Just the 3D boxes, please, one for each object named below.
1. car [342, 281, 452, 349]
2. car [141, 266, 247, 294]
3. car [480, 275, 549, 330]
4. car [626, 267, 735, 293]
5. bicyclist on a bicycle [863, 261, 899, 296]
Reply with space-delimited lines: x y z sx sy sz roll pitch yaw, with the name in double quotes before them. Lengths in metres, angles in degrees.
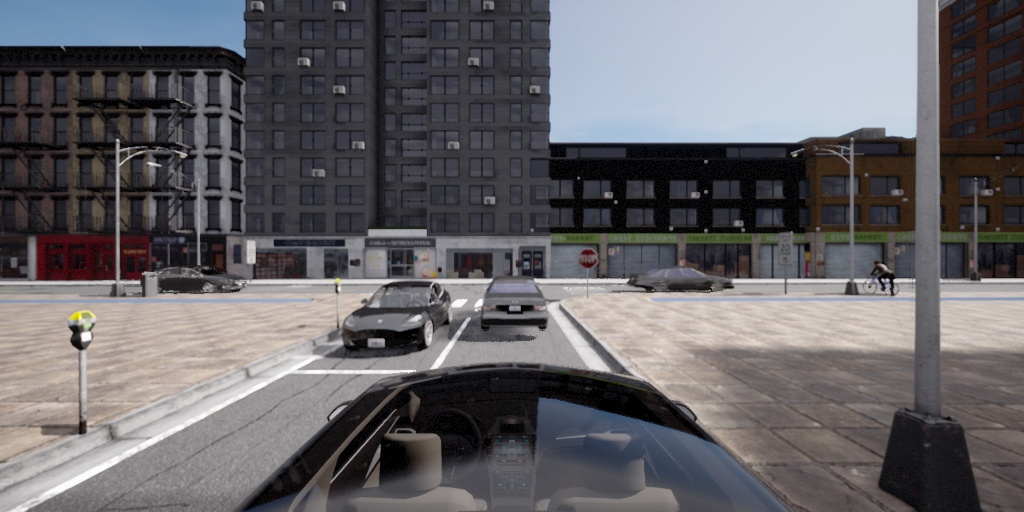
"car" -2.648 1.327 9.168 1.948 1.339 4.313 0 0 0
"car" -17.397 1.326 19.754 4.892 1.490 1.837 0 0 0
"car" 0.039 1.312 11.163 2.033 1.411 5.357 0 0 -1
"car" 9.165 1.304 19.779 5.357 1.411 2.033 0 0 0
"bicyclist on a bicycle" 17.337 1.046 16.880 0.582 1.620 1.656 0 0 0
